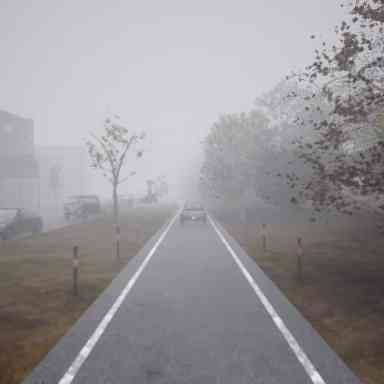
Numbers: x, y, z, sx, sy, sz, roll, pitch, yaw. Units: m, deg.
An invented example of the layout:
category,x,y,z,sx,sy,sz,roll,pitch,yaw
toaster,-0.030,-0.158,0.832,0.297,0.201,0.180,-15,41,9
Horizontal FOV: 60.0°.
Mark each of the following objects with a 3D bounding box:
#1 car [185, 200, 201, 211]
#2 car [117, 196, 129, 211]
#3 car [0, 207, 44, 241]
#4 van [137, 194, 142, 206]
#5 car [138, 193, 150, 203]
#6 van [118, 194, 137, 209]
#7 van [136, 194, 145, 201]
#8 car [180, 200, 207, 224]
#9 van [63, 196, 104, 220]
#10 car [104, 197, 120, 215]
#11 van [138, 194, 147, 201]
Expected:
category,x,y,z,sx,sy,sz,roll,pitch,yaw
car,0.103,1.722,42.870,1.895,1.301,4.718,0,0,0
car,-9.076,1.557,38.695,2.163,1.488,4.792,0,-1,-2
car,-9.053,1.488,16.528,2.002,1.452,4.674,0,0,0
van,-9.250,1.373,55.159,1.878,1.987,4.442,0,-1,-2
car,-10.386,1.410,71.934,2.435,2.045,5.566,1,-1,-9
van,-9.086,1.331,45.209,1.878,1.987,4.442,0,-1,-2
van,-14.492,1.549,93.802,1.878,1.987,4.442,1,-2,-16
car,0.102,1.534,24.927,2.128,1.511,4.902,0,0,0
van,-9.070,1.273,27.500,1.878,1.987,4.442,0,0,2
car,-9.071,1.502,33.184,2.231,1.521,4.892,0,-1,-2
van,-13.144,1.506,88.387,1.878,1.987,4.442,1,-2,-15
